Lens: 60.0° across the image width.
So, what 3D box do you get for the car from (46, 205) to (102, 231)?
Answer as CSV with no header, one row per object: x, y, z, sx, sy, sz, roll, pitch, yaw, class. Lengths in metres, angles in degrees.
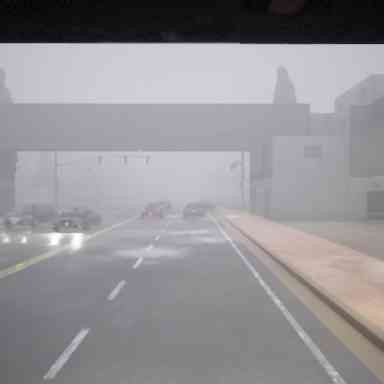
-7.024,1.608,20.670,1.994,1.385,4.181,0,0,1,car

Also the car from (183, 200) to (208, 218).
0.155,1.636,30.831,1.994,1.385,4.181,0,0,0,car

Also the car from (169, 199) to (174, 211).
-3.424,1.602,41.781,1.837,1.490,4.892,0,0,0,car

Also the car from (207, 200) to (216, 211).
1.320,1.643,40.785,2.033,1.411,5.357,0,0,23,car

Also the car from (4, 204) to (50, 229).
-10.513,1.539,22.167,2.128,1.511,4.902,0,0,0,car

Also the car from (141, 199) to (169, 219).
-3.355,1.592,29.262,1.812,1.442,4.674,0,0,1,car
